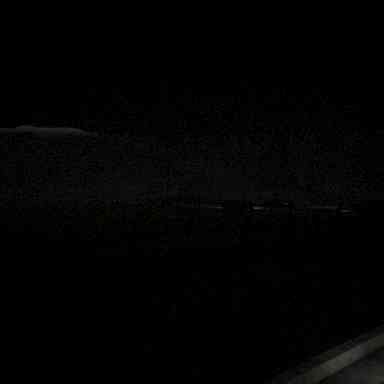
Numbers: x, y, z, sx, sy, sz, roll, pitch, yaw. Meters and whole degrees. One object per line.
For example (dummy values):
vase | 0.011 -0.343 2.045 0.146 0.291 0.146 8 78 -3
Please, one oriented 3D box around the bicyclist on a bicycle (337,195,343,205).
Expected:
bicyclist on a bicycle | 23.074 1.302 51.786 1.656 1.620 0.582 0 0 -35

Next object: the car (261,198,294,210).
car | 11.148 1.526 43.535 1.812 1.442 4.674 0 0 -34

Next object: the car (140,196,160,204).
car | -8.649 1.477 65.756 1.882 1.535 5.008 0 0 -35

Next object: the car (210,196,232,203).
car | 5.958 1.601 69.162 1.895 1.301 4.718 0 0 -35

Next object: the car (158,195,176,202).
car | -5.615 1.446 73.494 1.837 1.490 4.892 0 0 -35

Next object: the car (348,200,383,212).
car | 20.014 1.547 36.703 2.033 1.411 5.357 0 0 -33

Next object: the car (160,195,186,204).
car | -3.812 1.507 64.916 1.837 1.490 4.892 0 1 -35

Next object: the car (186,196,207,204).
car | 0.195 1.505 65.188 1.837 1.490 4.892 0 0 -35

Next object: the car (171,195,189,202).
car | -2.746 1.443 75.499 1.837 1.490 4.892 0 0 -35

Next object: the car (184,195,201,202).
car | 0.122 1.496 77.505 1.994 1.385 4.181 0 0 -35

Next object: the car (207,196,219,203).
car | 3.111 1.505 67.126 1.837 1.490 4.892 0 0 -35

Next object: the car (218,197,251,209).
car | 5.960 1.564 44.865 1.994 1.385 4.181 0 0 -35
